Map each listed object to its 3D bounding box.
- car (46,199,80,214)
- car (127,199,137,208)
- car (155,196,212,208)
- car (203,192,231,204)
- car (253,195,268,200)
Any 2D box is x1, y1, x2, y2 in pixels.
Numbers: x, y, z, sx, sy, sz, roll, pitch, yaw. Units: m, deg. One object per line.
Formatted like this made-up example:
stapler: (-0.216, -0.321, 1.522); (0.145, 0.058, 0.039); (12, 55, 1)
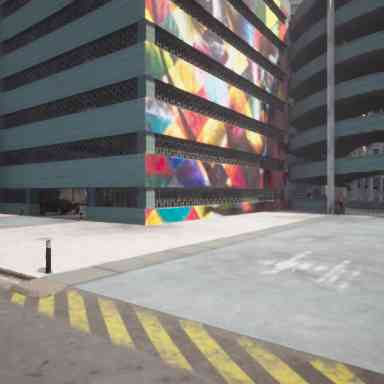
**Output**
car: (-13.256, 1.413, 33.178); (4.786, 1.482, 2.161); (0, 0, 36)
car: (-6.083, 1.463, 42.305); (4.718, 1.301, 1.895); (0, 0, 36)
car: (-0.974, 1.320, 29.317); (4.674, 1.452, 2.002); (0, 0, 36)
car: (4.147, 1.028, 57.740); (5.566, 2.045, 2.435); (0, 0, 36)
car: (18.588, 1.481, 90.391); (4.892, 1.521, 2.231); (0, 0, 36)
